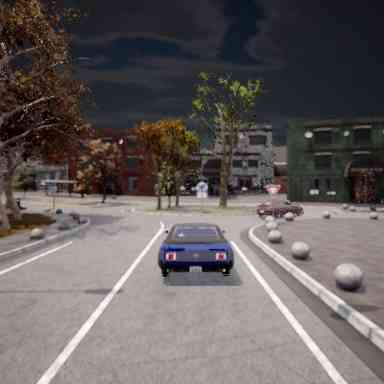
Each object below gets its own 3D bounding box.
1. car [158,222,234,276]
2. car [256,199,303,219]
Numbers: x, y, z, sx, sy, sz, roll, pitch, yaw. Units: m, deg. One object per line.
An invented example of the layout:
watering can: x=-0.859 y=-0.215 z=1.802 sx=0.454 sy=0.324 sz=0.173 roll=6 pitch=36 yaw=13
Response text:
car: x=0.099 y=1.574 z=10.261 sx=1.895 sy=1.301 sz=4.718 roll=0 pitch=0 yaw=0
car: x=7.229 y=1.340 z=27.318 sx=4.674 sy=1.442 sz=1.812 roll=-1 pitch=1 yaw=-39
